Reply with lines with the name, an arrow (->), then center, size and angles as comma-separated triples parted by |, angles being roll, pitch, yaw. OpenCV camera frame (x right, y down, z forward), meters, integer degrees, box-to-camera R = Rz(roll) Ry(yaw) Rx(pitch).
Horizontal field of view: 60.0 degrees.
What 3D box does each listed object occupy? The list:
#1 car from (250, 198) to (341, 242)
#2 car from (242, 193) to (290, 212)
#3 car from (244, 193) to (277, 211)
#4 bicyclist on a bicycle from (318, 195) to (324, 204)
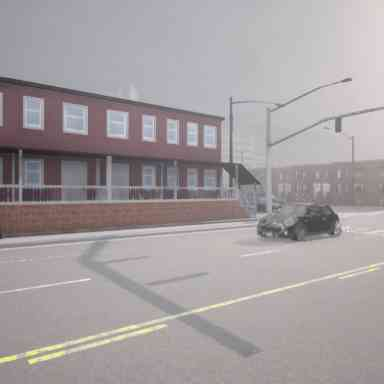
car -> 5.327, 1.343, 16.417 | 4.553, 1.767, 2.097 | 0, 0, -36
car -> 8.805, 1.184, 40.154 | 2.150, 2.045, 5.566 | 0, 0, -36
car -> 7.455, 1.321, 36.025 | 2.097, 1.767, 4.553 | 0, 0, -36
bicyclist on a bicycle -> 20.340, 1.278, 52.365 | 1.656, 1.620, 0.582 | 0, 0, -36
